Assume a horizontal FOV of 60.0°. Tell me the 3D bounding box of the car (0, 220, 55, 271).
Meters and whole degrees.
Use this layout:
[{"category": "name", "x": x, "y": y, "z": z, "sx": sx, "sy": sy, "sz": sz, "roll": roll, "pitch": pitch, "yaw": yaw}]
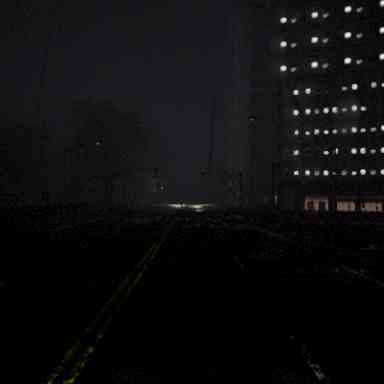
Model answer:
[{"category": "car", "x": -6.595, "y": 1.714, "z": 11.521, "sx": 2.033, "sy": 1.411, "sz": 5.357, "roll": 0, "pitch": -1, "yaw": 0}]
